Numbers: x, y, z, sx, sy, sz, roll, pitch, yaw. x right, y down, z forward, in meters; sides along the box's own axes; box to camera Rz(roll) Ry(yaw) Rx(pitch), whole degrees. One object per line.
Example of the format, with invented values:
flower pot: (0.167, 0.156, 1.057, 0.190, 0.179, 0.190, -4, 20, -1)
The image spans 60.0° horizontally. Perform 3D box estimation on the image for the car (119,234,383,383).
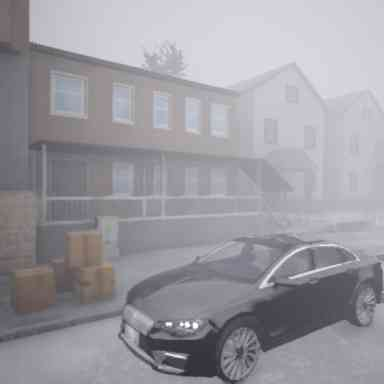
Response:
car: (1.264, 1.500, 5.496, 4.902, 1.511, 2.128, 0, 0, -35)
